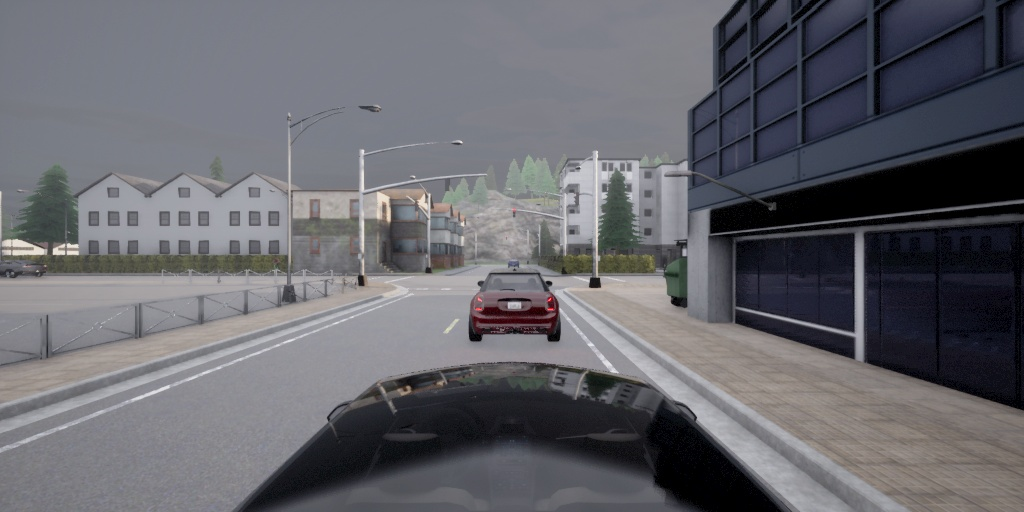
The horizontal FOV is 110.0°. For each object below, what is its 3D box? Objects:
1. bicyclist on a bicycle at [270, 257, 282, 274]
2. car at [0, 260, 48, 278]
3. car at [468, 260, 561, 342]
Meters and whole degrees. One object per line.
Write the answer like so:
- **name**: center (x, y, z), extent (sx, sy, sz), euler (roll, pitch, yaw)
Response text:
- **bicyclist on a bicycle**: center (-22.227, 0.874, 33.802), extent (0.582, 1.620, 1.656), euler (0, 0, 0)
- **car**: center (-42.115, 1.065, 30.041), extent (4.902, 1.511, 2.128), euler (0, 0, 0)
- **car**: center (0.081, 1.102, 9.970), extent (2.097, 1.767, 4.553), euler (0, 0, 1)
